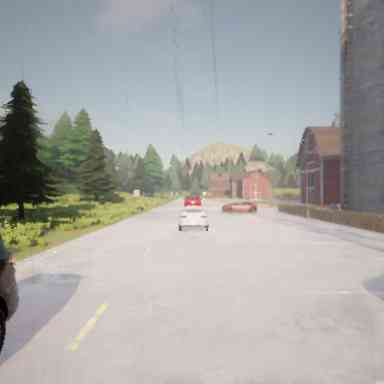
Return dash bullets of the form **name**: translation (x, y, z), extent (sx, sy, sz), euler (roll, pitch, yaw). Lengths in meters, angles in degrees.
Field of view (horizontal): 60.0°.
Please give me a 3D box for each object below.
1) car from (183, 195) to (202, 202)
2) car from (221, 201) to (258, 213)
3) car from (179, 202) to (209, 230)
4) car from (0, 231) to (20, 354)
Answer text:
- **car**: translation (0.102, 1.408, 42.176), extent (2.150, 2.045, 5.566), euler (0, 0, 0)
- **car**: translation (5.561, 1.724, 39.006), extent (4.181, 1.381, 1.994), euler (0, 0, -1)
- **car**: translation (0.102, 1.622, 21.705), extent (1.812, 1.442, 4.674), euler (0, 0, 0)
- **car**: translation (-3.570, 1.232, 2.532), extent (2.150, 2.045, 5.566), euler (0, 0, 0)
